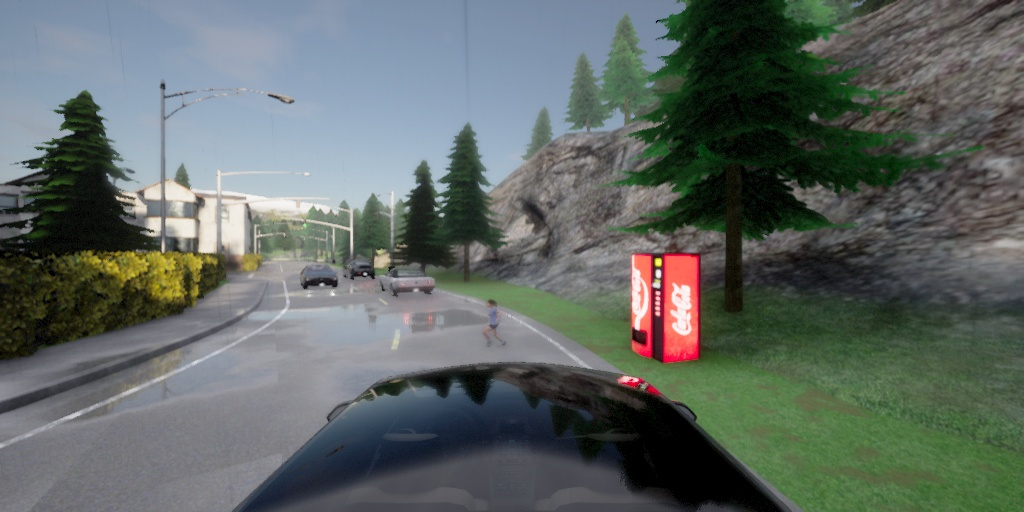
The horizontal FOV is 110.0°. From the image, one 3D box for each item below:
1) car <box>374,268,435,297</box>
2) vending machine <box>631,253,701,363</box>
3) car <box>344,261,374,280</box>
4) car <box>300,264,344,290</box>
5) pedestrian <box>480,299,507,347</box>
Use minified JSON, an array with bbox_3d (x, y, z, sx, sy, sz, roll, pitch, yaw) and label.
[{"bbox_3d":[-5.631,1.295,18.733,1.895,1.301,4.718,0,0,-30],"label":"car"},{"bbox_3d":[2.986,0.929,7.063,1.100,2.100,0.880,0,0,-11],"label":"vending machine"},{"bbox_3d":[-12.851,1.163,29.955,1.837,1.490,4.892,0,0,-35],"label":"car"},{"bbox_3d":[-12.189,1.229,22.521,2.033,1.411,5.357,0,0,-33],"label":"car"},{"bbox_3d":[-0.378,1.405,7.705,0.500,1.100,0.500,0,0,-13],"label":"pedestrian"}]
